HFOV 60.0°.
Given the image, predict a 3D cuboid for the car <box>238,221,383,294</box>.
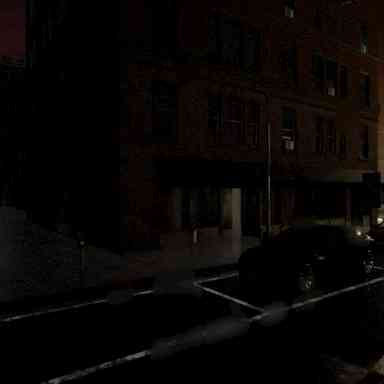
[{"bbox_3d":[3.181,1.567,8.816,4.313,1.339,1.947,0,0,-36],"label":"car"}]
